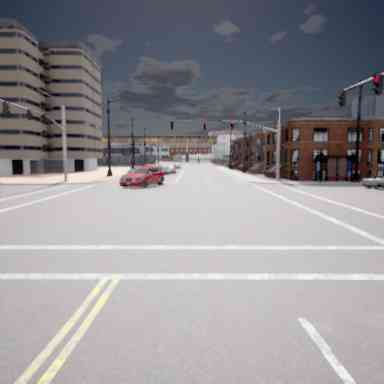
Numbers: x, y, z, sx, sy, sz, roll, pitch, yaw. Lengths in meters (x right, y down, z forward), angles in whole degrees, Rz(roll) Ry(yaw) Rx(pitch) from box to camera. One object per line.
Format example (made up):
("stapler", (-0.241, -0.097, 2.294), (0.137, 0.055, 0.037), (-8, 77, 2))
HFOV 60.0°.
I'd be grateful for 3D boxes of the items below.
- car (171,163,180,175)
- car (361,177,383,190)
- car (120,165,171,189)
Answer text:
("car", (-3.496, -3.610, 54.538), (2.128, 1.511, 4.902), (0, 7, 0))
("car", (17.039, -0.871, 28.251), (4.718, 1.301, 1.895), (0, 6, 0))
("car", (-4.411, -1.414, 30.882), (2.150, 2.045, 5.566), (2, 8, 22))
